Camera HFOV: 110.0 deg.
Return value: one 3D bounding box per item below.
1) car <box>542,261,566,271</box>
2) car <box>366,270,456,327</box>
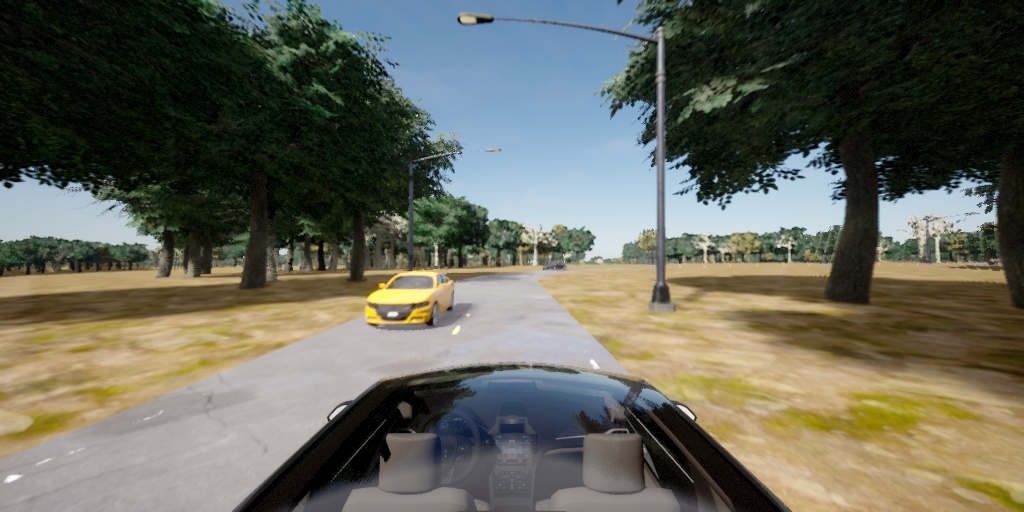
[{"bbox_3d":[6.457,1.506,54.259,1.837,1.490,4.892,-1,-1,38],"label":"car"},{"bbox_3d":[-3.088,1.243,11.812,1.882,1.535,5.008,0,0,0],"label":"car"}]
